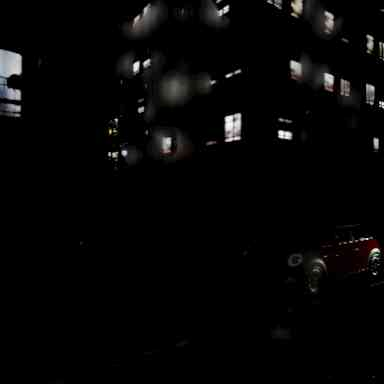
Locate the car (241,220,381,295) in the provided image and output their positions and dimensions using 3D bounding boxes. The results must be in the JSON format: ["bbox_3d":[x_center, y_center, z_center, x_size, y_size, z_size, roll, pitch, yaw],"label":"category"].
[{"bbox_3d":[3.201,1.511,8.833,4.097,1.590,1.967,1,0,-35],"label":"car"}]
